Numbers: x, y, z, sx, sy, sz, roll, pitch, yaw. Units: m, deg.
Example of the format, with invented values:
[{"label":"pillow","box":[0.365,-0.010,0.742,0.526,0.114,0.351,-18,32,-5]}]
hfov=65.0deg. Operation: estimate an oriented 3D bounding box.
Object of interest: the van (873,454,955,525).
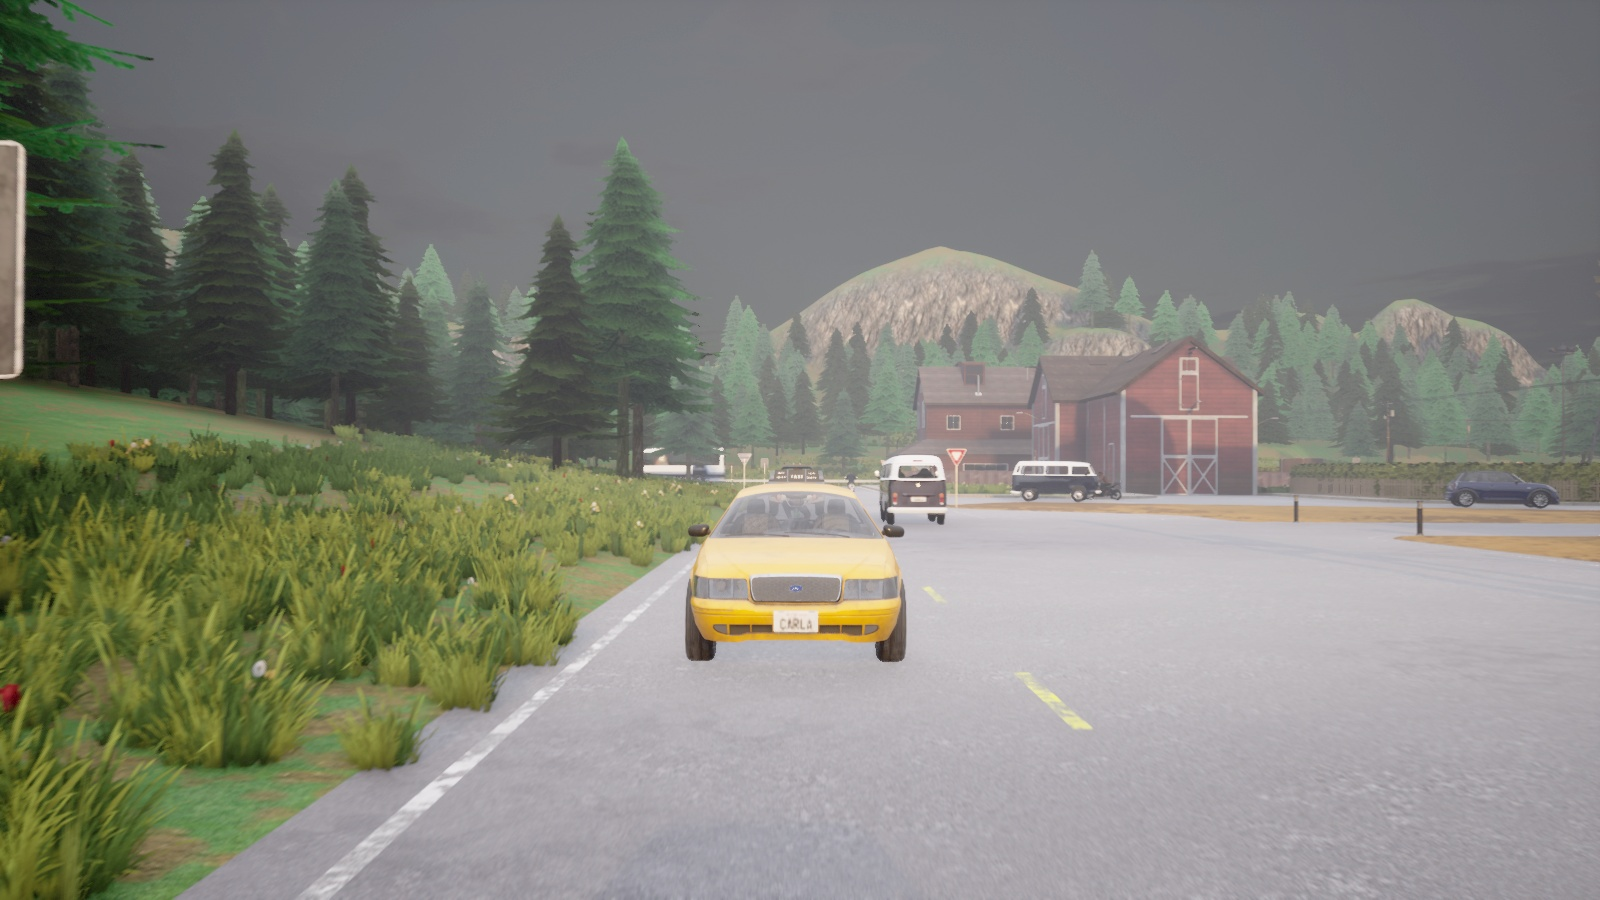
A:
[{"label":"van","box":[3.410,1.166,38.374,2.069,2.038,4.480,0,-1,0]}]

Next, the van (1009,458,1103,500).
[{"label":"van","box":[12.966,1.467,63.607,4.480,2.038,2.069,-1,-1,16]}]

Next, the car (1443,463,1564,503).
[{"label":"car","box":[32.304,1.499,57.825,4.553,1.767,2.097,0,-1,19]}]

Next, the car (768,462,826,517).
[{"label":"car","box":[-0.103,1.376,44.543,1.932,1.855,4.605,0,-1,0]}]

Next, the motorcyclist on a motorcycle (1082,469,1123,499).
[{"label":"motorcyclist on a motorcycle","box":[15.961,1.768,66.341,2.044,1.523,0.797,1,-1,17]}]

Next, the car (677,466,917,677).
[{"label":"car","box":[-0.029,0.957,12.127,1.801,1.575,5.366,0,-1,0]}]
